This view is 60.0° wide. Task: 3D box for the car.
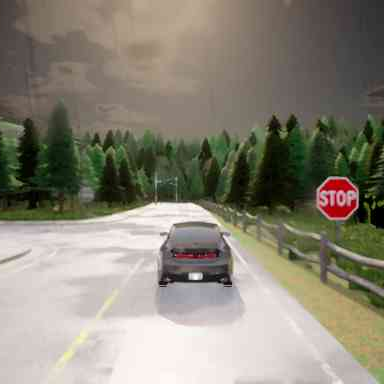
[{"bbox_3d":[0.084,1.612,9.694,1.837,1.490,4.892,0,0,0],"label":"car"}]
